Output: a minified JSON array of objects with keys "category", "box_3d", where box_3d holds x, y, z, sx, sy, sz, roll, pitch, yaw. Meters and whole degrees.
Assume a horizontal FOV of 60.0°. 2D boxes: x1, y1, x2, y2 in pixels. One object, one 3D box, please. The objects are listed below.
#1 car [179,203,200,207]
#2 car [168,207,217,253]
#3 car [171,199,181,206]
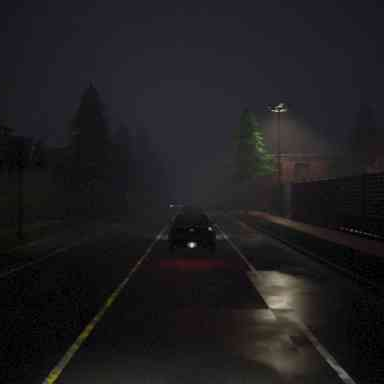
[{"category":"car","box_3d":[0.005,1.877,29.107,1.895,1.301,4.718,0,-1,0]},{"category":"car","box_3d":[0.005,1.644,14.315,1.837,1.490,4.892,0,0,0]},{"category":"car","box_3d":[-3.490,2.162,72.232,1.882,1.535,5.008,0,-1,0]}]
